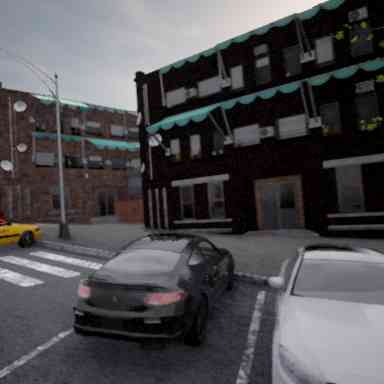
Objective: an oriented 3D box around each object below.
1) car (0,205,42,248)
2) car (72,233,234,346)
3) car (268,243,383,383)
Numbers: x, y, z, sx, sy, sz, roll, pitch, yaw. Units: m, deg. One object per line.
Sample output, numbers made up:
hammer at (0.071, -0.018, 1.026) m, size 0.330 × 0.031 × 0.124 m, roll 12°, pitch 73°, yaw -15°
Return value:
car at (-7.705, 1.410, 11.793) m, size 1.946 × 1.575 × 5.366 m, roll 0°, pitch -1°, yaw 15°
car at (-0.372, 1.504, 6.368) m, size 2.002 × 1.452 × 4.674 m, roll 0°, pitch 0°, yaw 16°
car at (2.096, 1.521, 4.613) m, size 2.002 × 1.452 × 4.674 m, roll 1°, pitch 0°, yaw 16°
